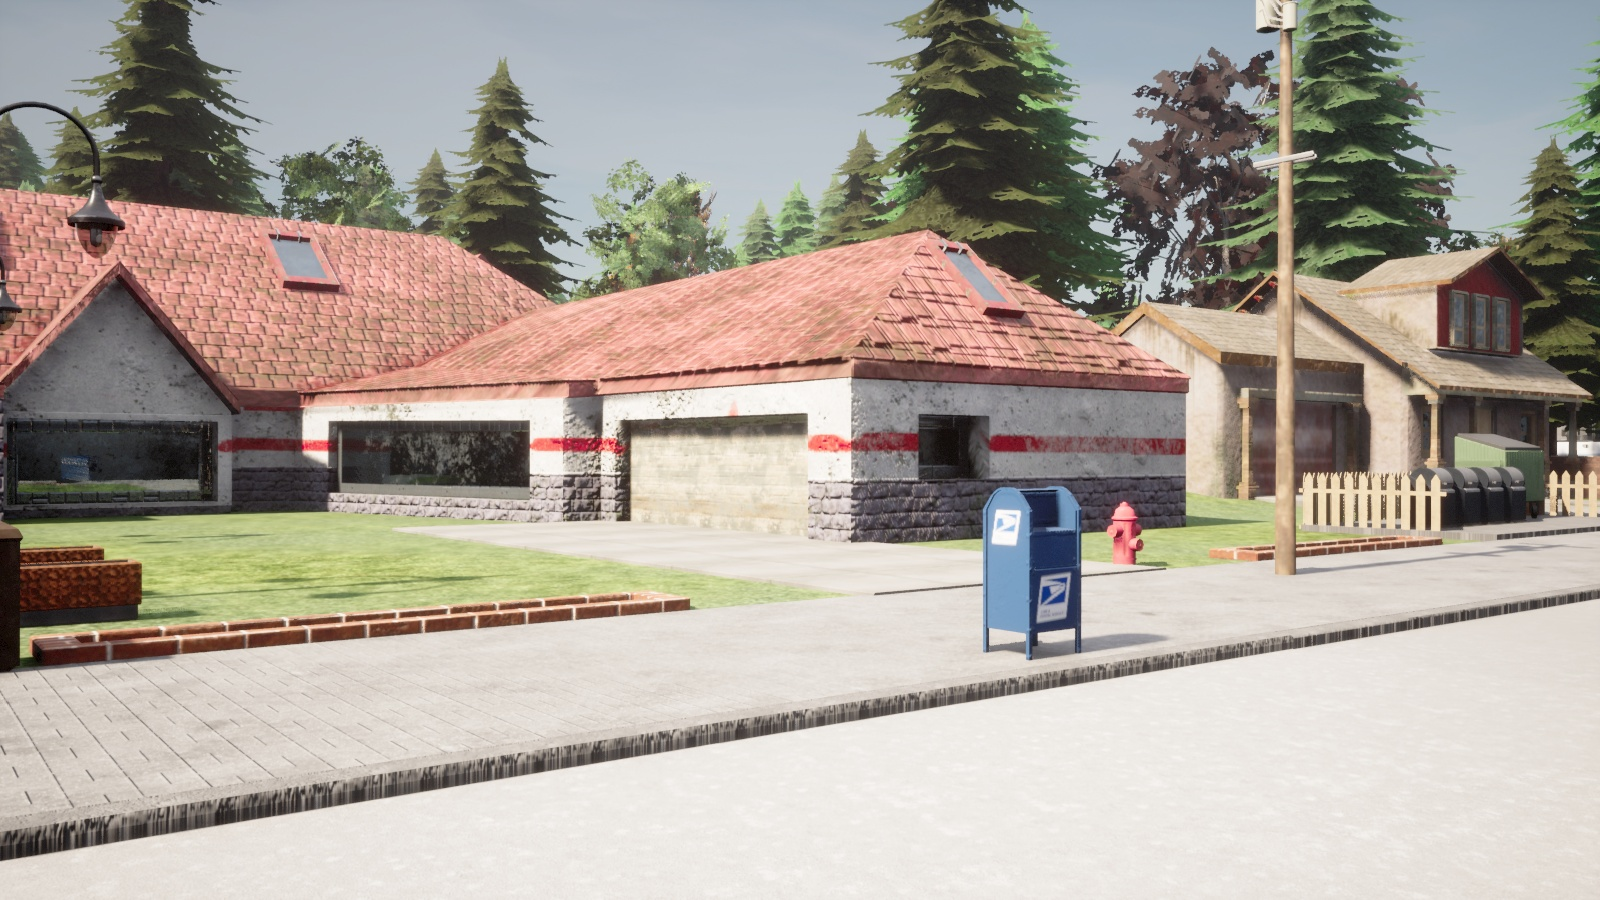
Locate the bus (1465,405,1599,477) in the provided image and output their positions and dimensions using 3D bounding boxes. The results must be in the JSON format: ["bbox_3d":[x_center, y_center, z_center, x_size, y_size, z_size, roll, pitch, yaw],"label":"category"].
[{"bbox_3d":[47.497,-0.542,77.922,3.944,4.253,10.273,0,0,-37],"label":"bus"}]
